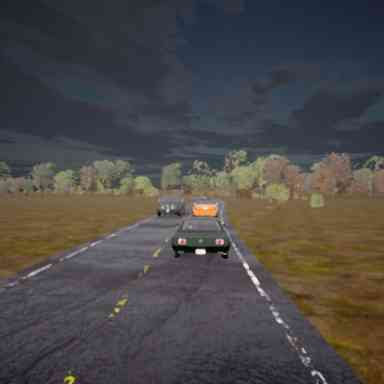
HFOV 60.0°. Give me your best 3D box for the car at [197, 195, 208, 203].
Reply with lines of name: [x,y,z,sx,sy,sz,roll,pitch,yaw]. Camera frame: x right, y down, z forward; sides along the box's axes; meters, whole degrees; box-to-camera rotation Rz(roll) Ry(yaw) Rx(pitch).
car: [2.277,1.533,71.694,2.128,1.511,4.902,0,0,5]

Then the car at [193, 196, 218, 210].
car: [1.232,1.373,29.359,2.097,1.767,4.553,0,0,4]

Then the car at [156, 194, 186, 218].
car: [-1.860,1.241,31.021,2.150,2.045,5.566,0,0,4]

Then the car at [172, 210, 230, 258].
car: [0.356,1.608,12.804,1.895,1.301,4.718,0,0,2]
